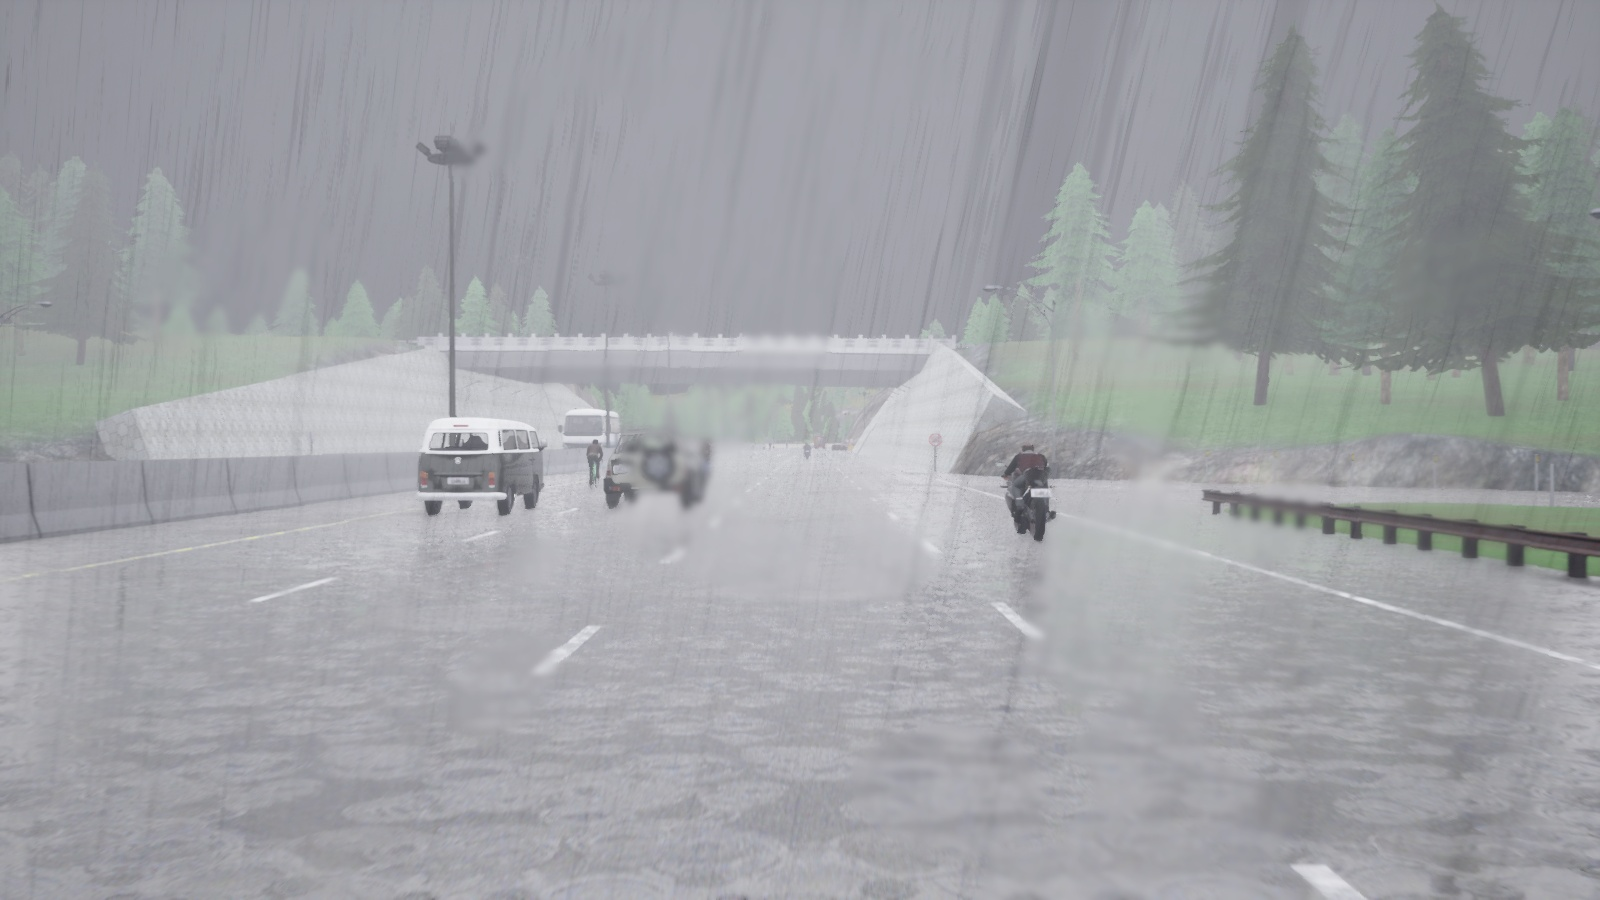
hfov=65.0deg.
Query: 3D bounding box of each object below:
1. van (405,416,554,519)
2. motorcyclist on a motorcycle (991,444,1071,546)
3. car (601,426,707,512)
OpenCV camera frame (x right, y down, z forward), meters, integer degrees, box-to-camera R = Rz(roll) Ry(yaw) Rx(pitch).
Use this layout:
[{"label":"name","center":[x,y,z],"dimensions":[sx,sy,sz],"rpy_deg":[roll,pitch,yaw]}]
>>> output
[{"label":"van","center":[-6.828,0.315,27.238],"dimensions":[2.069,2.038,4.480],"rpy_deg":[0,1,0]},{"label":"motorcyclist on a motorcycle","center":[3.629,0.672,19.931],"dimensions":[0.866,1.530,2.191],"rpy_deg":[0,0,0]},{"label":"car","center":[-3.317,0.395,29.399],"dimensions":[1.932,1.855,4.605],"rpy_deg":[0,0,0]}]
